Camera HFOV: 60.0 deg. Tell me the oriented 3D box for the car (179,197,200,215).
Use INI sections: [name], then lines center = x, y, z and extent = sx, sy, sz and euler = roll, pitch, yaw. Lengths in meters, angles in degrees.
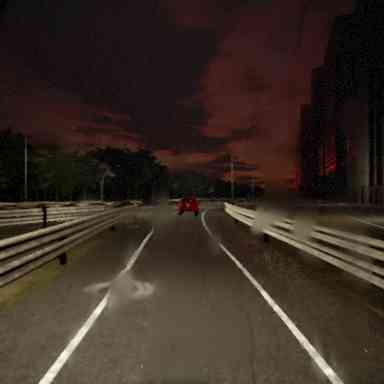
[car]
center = -0.317, 1.624, 39.214
extent = 2.150, 2.045, 5.566
euler = 0, 0, 3
